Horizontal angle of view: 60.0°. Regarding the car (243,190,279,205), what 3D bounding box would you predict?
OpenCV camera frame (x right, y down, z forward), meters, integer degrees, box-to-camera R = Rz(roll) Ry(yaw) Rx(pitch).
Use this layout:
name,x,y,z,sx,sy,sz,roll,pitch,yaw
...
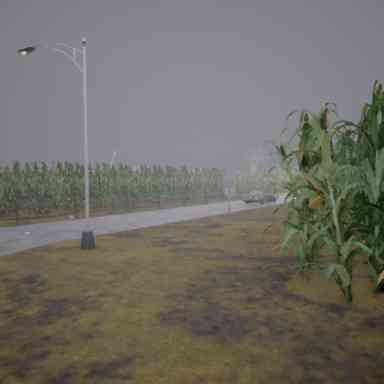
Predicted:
name,x,y,z,sx,sy,sz,roll,pitch,yaw
car,7.053,0.498,33.850,2.033,1.411,5.357,0,2,35
